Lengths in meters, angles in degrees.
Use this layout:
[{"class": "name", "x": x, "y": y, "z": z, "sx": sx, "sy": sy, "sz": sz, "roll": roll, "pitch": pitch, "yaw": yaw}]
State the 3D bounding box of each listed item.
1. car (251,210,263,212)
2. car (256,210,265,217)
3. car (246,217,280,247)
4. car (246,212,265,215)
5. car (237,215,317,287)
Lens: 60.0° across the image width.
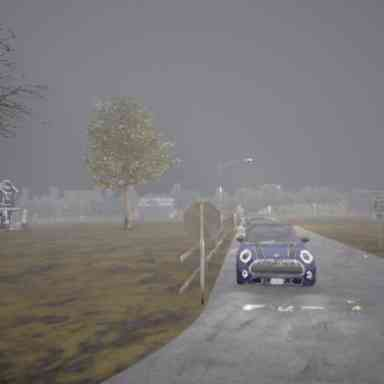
[{"class": "car", "x": 8.682, "y": 3.528, "z": 46.875, "sx": 2.097, "sy": 1.767, "sz": 4.553, "roll": -1, "pitch": -3, "yaw": 9}, {"class": "car", "x": 17.827, "y": 5.651, "z": 86.416, "sx": 2.097, "sy": 1.767, "sz": 4.553, "roll": -1, "pitch": -4, "yaw": 12}, {"class": "car", "x": 4.306, "y": 2.407, "z": 20.812, "sx": 1.837, "sy": 1.490, "sz": 4.892, "roll": -1, "pitch": -3, "yaw": 9}, {"class": "car", "x": 5.944, "y": 2.882, "z": 30.750, "sx": 1.837, "sy": 1.490, "sz": 4.892, "roll": -1, "pitch": -3, "yaw": 9}, {"class": "car", "x": 2.588, "y": 1.791, "z": 10.735, "sx": 2.097, "sy": 1.767, "sz": 4.553, "roll": -1, "pitch": -3, "yaw": 11}]
